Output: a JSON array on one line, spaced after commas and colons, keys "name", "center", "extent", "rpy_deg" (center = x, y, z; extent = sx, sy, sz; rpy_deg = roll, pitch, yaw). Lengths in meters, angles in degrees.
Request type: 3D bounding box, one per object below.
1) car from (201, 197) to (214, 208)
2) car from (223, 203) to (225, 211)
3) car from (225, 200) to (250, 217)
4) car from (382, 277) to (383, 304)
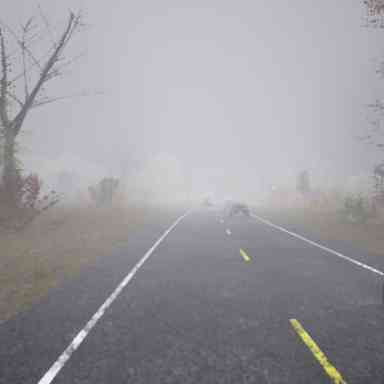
[{"name": "car", "center": [2.576, 1.594, 54.489], "extent": [2.097, 1.767, 4.553], "rpy_deg": [0, 0, 5]}, {"name": "car", "center": [5.187, 1.748, 44.590], "extent": [2.033, 1.411, 5.357], "rpy_deg": [0, 0, 5]}, {"name": "car", "center": [4.549, 1.636, 32.600], "extent": [1.837, 1.490, 4.892], "rpy_deg": [0, -1, 3]}, {"name": "car", "center": [4.565, 1.379, 4.333], "extent": [2.097, 1.767, 4.553], "rpy_deg": [0, 0, 1]}]
